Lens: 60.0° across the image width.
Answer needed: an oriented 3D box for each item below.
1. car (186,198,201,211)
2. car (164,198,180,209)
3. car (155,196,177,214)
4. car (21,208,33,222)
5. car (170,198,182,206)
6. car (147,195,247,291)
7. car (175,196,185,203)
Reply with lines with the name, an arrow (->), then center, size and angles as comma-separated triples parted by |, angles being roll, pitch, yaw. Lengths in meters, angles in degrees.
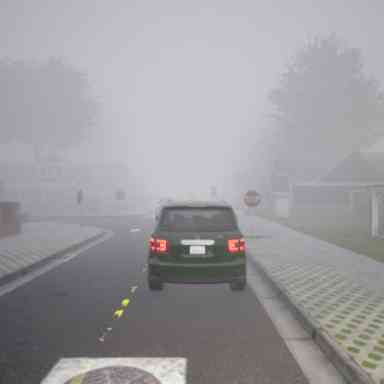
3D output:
car -> 0.211, 1.533, 42.896 | 1.882, 1.535, 5.008 | 0, 0, 0
car -> -2.719, 1.625, 46.175 | 1.994, 1.385, 4.181 | 0, 0, 0
car -> -2.751, 1.396, 36.268 | 2.097, 1.767, 4.553 | 0, 0, 0
car -> -13.584, 1.392, 23.165 | 4.674, 1.442, 1.812 | 1, 0, 0
car -> -2.676, 1.686, 57.066 | 1.895, 1.301, 4.718 | 0, 0, 0
car -> 0.121, 1.224, 9.143 | 2.150, 2.045, 5.566 | 0, 0, 0
car -> -2.567, 1.595, 71.542 | 1.882, 1.535, 5.008 | 0, 0, 0
